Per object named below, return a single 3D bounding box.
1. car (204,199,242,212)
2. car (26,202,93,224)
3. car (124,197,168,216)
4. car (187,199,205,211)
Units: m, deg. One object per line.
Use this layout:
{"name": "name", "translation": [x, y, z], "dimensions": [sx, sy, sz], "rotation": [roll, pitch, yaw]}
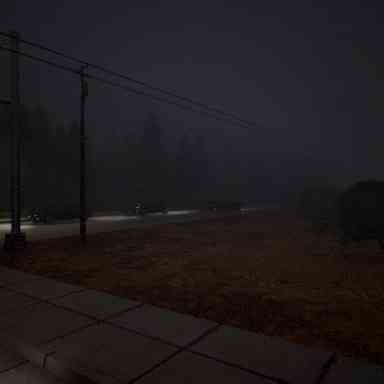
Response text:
{"name": "car", "translation": [3.757, 1.506, 36.859], "dimensions": [1.895, 1.301, 4.718], "rotation": [0, 0, 37]}
{"name": "car", "translation": [-9.765, 1.512, 24.833], "dimensions": [1.837, 1.490, 4.892], "rotation": [0, 0, 37]}
{"name": "car", "translation": [-4.360, 1.311, 32.122], "dimensions": [2.097, 1.767, 4.553], "rotation": [0, 0, 37]}
{"name": "car", "translation": [1.491, 1.508, 39.995], "dimensions": [1.895, 1.301, 4.718], "rotation": [0, 0, 37]}
